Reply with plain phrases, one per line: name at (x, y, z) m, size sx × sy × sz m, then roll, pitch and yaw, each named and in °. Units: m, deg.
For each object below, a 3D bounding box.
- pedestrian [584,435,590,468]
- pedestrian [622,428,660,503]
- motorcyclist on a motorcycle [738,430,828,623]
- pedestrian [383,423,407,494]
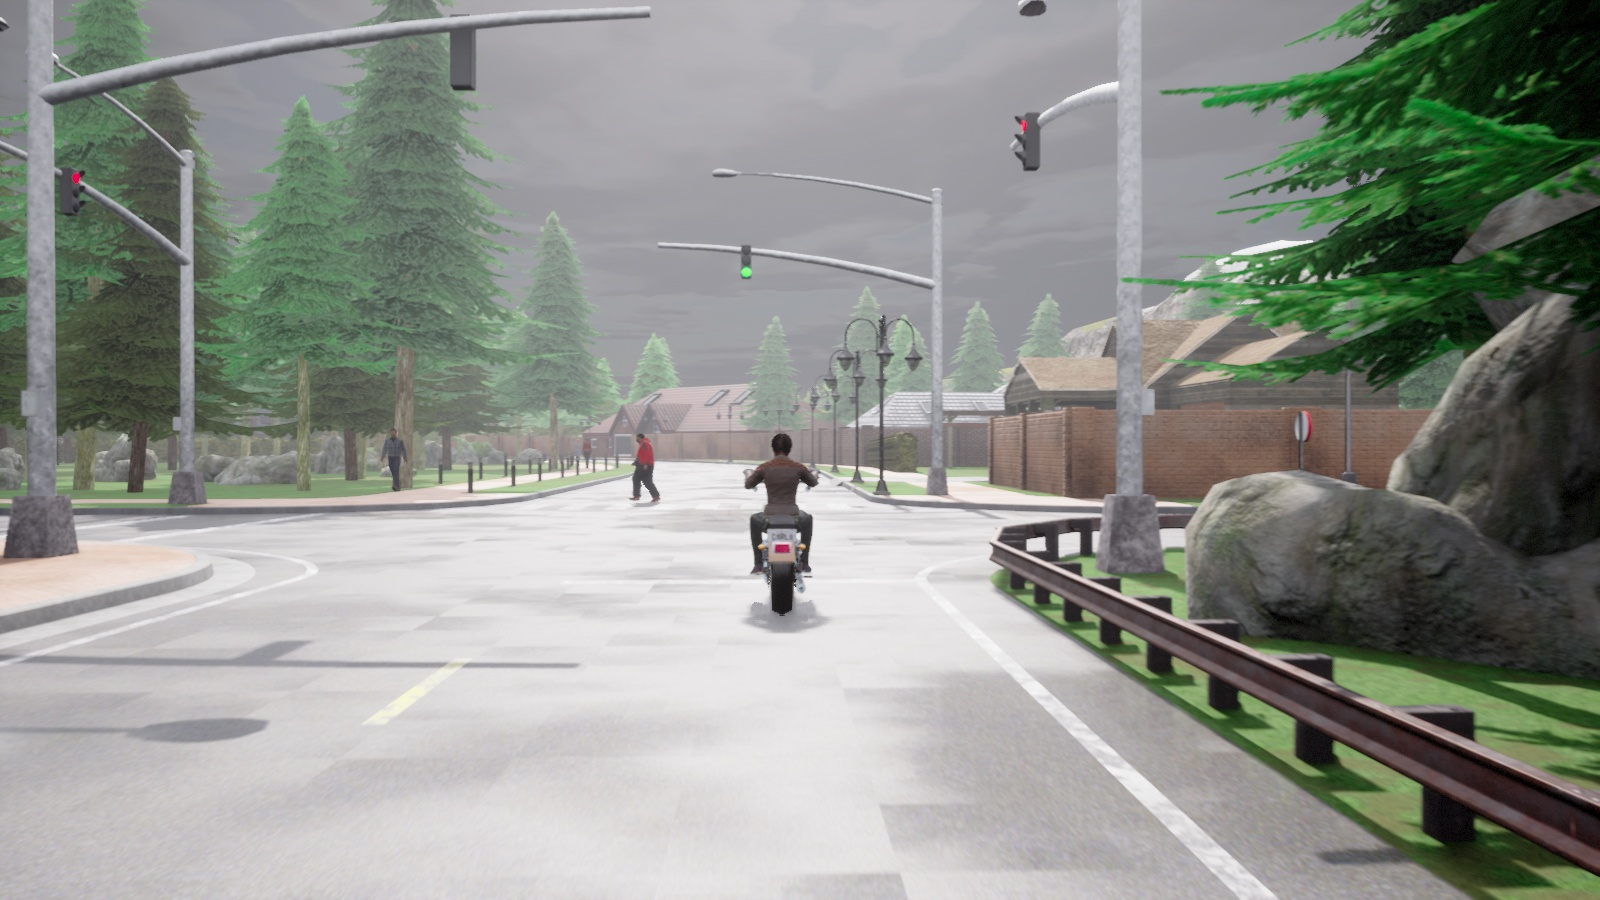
pedestrian at (-11.870, 0.090, 70.126) m, size 0.331 × 1.846 × 0.636 m, roll 0°, pitch 0°, yaw -9°
pedestrian at (-3.941, 0.377, 31.258) m, size 0.899 × 1.844 × 0.634 m, roll 0°, pitch 0°, yaw -3°
motorcyclist on a motorcycle at (-0.166, 0.651, 11.891) m, size 0.766 × 1.649 × 2.350 m, roll 0°, pitch 0°, yaw -1°
pedestrian at (-11.198, 0.229, 34.761) m, size 0.423 × 1.949 × 0.788 m, roll 0°, pitch 0°, yaw -2°
